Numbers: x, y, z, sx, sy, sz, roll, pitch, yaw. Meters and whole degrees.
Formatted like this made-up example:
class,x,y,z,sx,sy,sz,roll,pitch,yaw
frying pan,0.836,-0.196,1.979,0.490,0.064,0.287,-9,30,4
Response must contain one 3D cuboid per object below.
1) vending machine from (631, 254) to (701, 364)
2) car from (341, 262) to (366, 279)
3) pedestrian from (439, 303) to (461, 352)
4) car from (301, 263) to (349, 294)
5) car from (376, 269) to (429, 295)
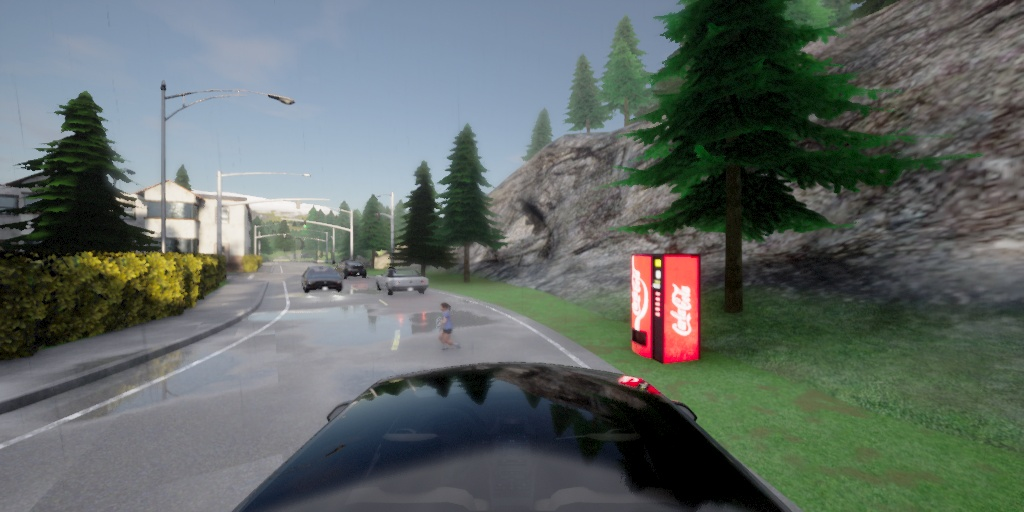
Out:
class,x,y,z,sx,sy,sz,roll,pitch,yaw
vending machine,2.986,0.943,7.062,1.100,2.100,0.880,0,0,-11
car,-14.524,1.241,31.927,1.837,1.490,4.892,1,0,-41
pedestrian,-1.353,1.421,7.483,0.500,1.100,0.500,0,0,-13
car,-11.036,1.289,20.704,2.033,1.411,5.357,0,0,-32
car,-6.150,1.342,19.608,1.895,1.301,4.718,0,0,-31
